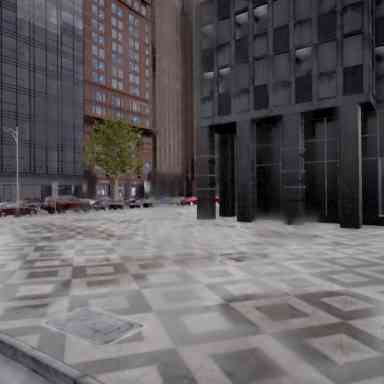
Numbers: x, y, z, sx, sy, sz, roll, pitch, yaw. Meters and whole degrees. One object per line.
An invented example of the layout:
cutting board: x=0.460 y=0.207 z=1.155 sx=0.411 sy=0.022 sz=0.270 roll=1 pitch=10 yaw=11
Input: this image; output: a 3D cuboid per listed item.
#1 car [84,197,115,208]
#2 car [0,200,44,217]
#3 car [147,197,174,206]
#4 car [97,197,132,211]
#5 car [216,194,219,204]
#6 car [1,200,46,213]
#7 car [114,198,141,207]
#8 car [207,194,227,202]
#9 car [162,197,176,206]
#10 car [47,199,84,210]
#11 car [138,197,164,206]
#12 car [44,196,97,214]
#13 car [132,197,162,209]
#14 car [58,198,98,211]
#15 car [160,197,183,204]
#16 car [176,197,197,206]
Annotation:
car: x=-13.436 y=1.486 z=48.623 sx=1.967 sy=1.590 sz=4.097 roll=-1 pitch=0 yaw=35
car: x=-16.046 y=1.577 z=29.857 sx=1.802 sy=1.307 sz=4.206 roll=-1 pitch=0 yaw=35
car: x=-5.217 y=1.514 z=55.571 sx=1.812 sy=1.442 sz=4.674 roll=-1 pitch=-1 yaw=35
car: x=-9.632 y=1.526 z=39.133 sx=1.947 sy=1.339 sz=4.313 roll=-1 pitch=0 yaw=35
car: x=3.193 y=1.224 z=57.687 sx=2.192 sy=1.841 sz=5.009 roll=-1 pitch=0 yaw=35
car: x=-19.849 y=1.643 z=39.346 sx=1.947 sy=1.339 sz=4.313 roll=-1 pitch=0 yaw=35
car: x=-10.227 y=1.614 z=53.262 sx=1.802 sy=1.307 sz=4.206 roll=-1 pitch=0 yaw=35
car: x=5.807 y=1.298 z=76.456 sx=2.192 sy=1.841 sz=5.009 roll=-1 pitch=0 yaw=35
car: x=-2.021 y=1.497 z=54.741 sx=2.033 sy=1.411 sz=5.357 roll=-1 pitch=0 yaw=35
car: x=-16.642 y=1.643 z=43.984 sx=1.802 sy=1.307 sz=4.206 roll=-1 pitch=0 yaw=35
car: x=-7.118 y=1.546 z=57.760 sx=1.752 sy=1.417 sz=4.829 roll=-1 pitch=0 yaw=35
car: x=-12.841 y=1.291 z=34.496 sx=2.192 sy=1.841 sz=5.009 roll=-1 pitch=0 yaw=35
car: x=-6.426 y=1.510 z=43.770 sx=1.947 sy=1.339 sz=4.313 roll=-1 pitch=0 yaw=35
car: x=-14.420 y=1.554 z=42.352 sx=1.812 sy=1.442 sz=4.674 roll=-1 pitch=0 yaw=35
car: x=-3.813 y=1.576 z=62.539 sx=1.947 sy=1.339 sz=4.313 roll=-1 pitch=0 yaw=35
car: x=-0.013 y=1.464 z=53.047 sx=1.887 sy=1.381 sz=4.507 roll=-1 pitch=0 yaw=35
